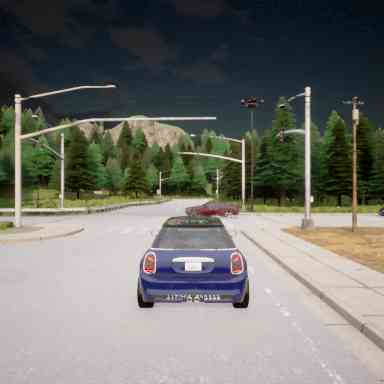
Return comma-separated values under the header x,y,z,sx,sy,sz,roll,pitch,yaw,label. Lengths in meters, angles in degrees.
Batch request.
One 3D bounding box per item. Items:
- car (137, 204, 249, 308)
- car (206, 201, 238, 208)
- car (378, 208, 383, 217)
x,y,z,sx,sy,sz,roll,pitch,yaw,label
0.040,1.348,8.069,2.097,1.767,4.553,0,0,0,car
1.736,1.541,28.906,4.674,1.442,1.812,0,0,1,car
18.620,1.552,28.622,4.674,1.442,1.812,0,0,1,car
